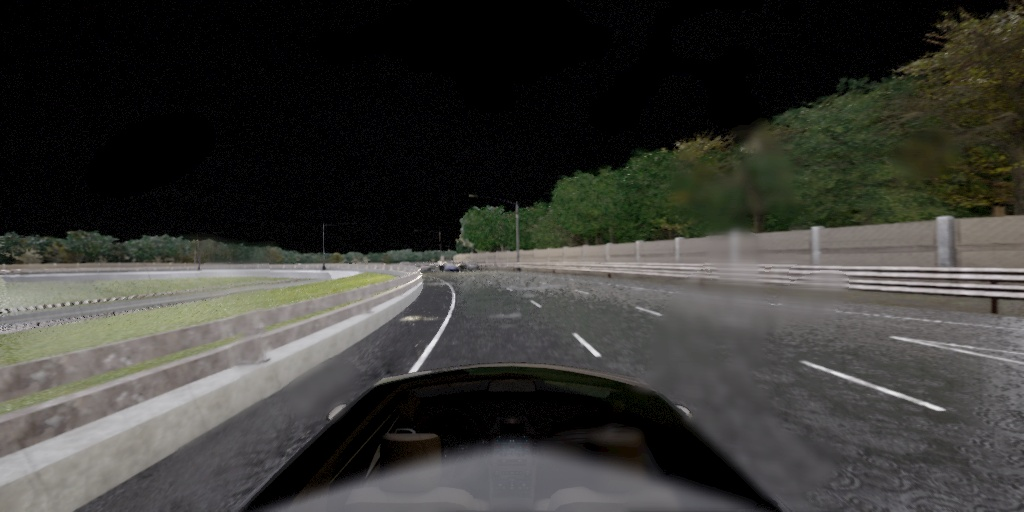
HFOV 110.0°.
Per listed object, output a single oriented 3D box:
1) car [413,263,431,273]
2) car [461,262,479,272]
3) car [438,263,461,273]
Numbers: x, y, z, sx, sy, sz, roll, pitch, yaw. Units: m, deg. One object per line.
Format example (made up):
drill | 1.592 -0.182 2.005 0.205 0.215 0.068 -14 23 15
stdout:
car | -13.533 1.741 53.418 2.128 1.511 4.902 -1 0 -30
car | -6.731 1.615 55.599 2.128 1.511 4.902 -1 0 -29
car | -9.668 1.738 53.698 1.994 1.385 4.181 -1 0 -29
